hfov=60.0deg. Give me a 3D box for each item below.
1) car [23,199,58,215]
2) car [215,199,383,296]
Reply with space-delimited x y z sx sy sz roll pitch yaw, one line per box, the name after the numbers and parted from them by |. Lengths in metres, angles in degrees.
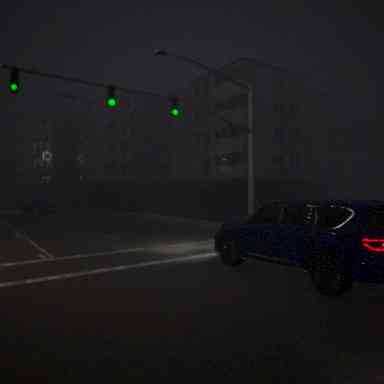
-15.185 1.421 33.133 5.008 1.535 1.882 0 0 44 | car
2.934 1.203 8.956 2.150 2.045 5.566 0 0 -33 | car
